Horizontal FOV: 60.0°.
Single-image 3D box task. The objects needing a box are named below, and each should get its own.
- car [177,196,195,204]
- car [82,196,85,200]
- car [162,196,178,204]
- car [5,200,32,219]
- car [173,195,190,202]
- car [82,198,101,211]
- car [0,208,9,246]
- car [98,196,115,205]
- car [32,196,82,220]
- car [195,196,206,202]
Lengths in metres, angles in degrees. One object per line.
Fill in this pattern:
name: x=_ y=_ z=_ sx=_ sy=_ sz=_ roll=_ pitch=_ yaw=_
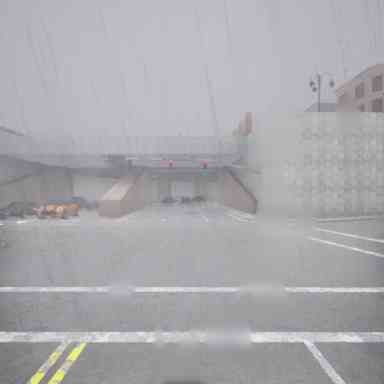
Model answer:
car: x=-1.105 y=1.547 z=63.577 sx=2.033 sy=1.411 sz=5.357 roll=0 pitch=0 yaw=3
car: x=-15.067 y=1.351 z=43.414 sx=2.097 sy=1.767 sz=4.553 roll=0 pitch=0 yaw=-1
car: x=-4.513 y=1.547 z=64.312 sx=2.033 sy=1.411 sz=5.357 roll=0 pitch=0 yaw=5
car: x=-14.679 y=1.505 z=28.742 sx=1.837 sy=1.490 sz=4.892 roll=0 pitch=0 yaw=-2
car: x=-2.338 y=1.524 z=74.669 sx=1.812 sy=1.442 sz=4.674 roll=0 pitch=0 yaw=24
car: x=-11.507 y=1.601 z=40.875 sx=1.895 sy=1.301 sz=4.718 roll=0 pitch=0 yaw=-1
car: x=-7.766 y=1.505 z=10.909 sx=1.837 sy=1.490 sz=4.892 roll=0 pitch=0 yaw=-16
car: x=-15.279 y=1.505 z=59.727 sx=1.837 sy=1.490 sz=4.892 roll=0 pitch=0 yaw=1
car: x=-11.148 y=1.352 z=27.877 sx=2.097 sy=1.767 sz=4.553 roll=0 pitch=0 yaw=-2
car: x=1.530 y=1.524 z=74.797 sx=1.812 sy=1.442 sz=4.674 roll=0 pitch=0 yaw=28
